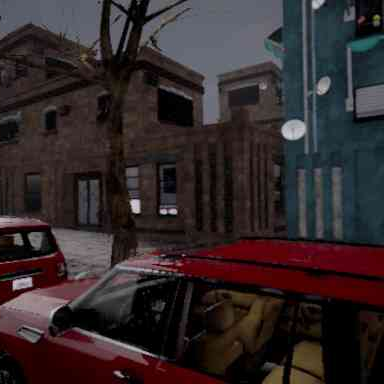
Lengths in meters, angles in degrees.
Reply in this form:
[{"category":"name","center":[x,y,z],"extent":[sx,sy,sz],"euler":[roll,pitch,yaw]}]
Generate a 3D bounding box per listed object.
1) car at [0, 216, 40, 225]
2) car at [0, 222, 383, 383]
[{"category":"car","center":[-4.256,1.343,5.927],"extent":[5.009,1.841,2.192],"euler":[0,-1,36]},{"category":"car","center":[0.261,1.320,2.704],"extent":[5.009,1.841,2.192],"euler":[0,-1,36]}]
